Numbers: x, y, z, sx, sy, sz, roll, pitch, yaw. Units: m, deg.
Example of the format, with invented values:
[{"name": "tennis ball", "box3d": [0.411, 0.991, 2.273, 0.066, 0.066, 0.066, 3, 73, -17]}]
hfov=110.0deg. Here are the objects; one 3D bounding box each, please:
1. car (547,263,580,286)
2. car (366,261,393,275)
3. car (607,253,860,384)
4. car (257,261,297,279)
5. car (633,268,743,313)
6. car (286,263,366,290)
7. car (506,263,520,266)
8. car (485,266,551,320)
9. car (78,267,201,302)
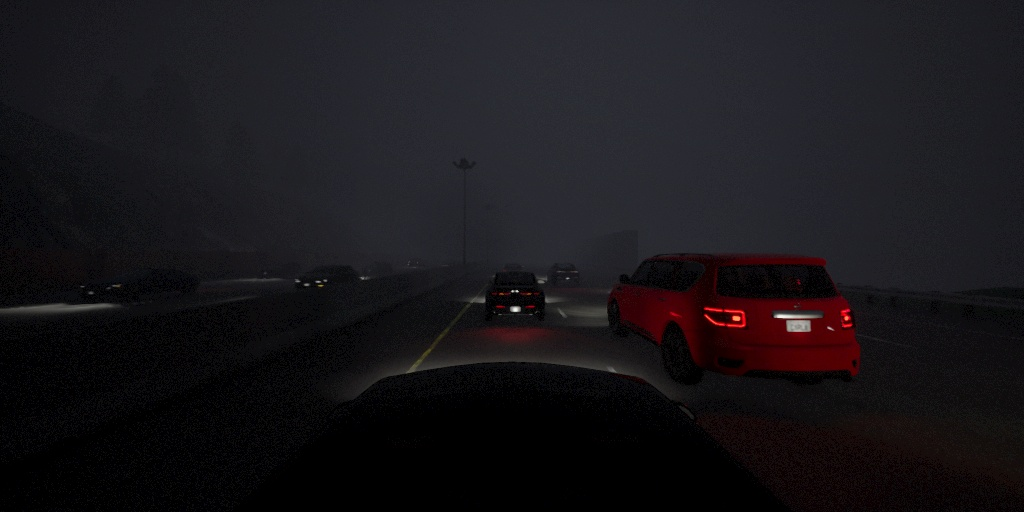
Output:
[{"name": "car", "box3d": [3.594, 1.239, 25.538, 2.128, 1.511, 4.902, 0, 0, 0]}, {"name": "car", "box3d": [-14.100, 1.239, 37.897, 2.128, 1.511, 4.902, 0, 0, 0]}, {"name": "car", "box3d": [3.599, 0.971, 7.186, 2.150, 2.045, 5.566, 0, 0, 0]}, {"name": "car", "box3d": [-21.104, 1.253, 33.064, 1.837, 1.490, 4.892, 0, -1, 0]}, {"name": "car", "box3d": [7.098, 1.296, 15.292, 2.033, 1.411, 5.357, 0, 0, 0]}, {"name": "car", "box3d": [-10.605, 1.253, 20.941, 1.837, 1.490, 4.892, 0, 0, 0]}, {"name": "car", "box3d": [0.094, 1.311, 30.800, 1.994, 1.385, 4.181, 0, 0, 0]}, {"name": "car", "box3d": [0.098, 1.254, 12.558, 1.837, 1.490, 4.892, 0, 0, 0]}, {"name": "car", "box3d": [-17.605, 1.274, 17.322, 1.812, 1.442, 4.674, 0, 0, 0]}]
